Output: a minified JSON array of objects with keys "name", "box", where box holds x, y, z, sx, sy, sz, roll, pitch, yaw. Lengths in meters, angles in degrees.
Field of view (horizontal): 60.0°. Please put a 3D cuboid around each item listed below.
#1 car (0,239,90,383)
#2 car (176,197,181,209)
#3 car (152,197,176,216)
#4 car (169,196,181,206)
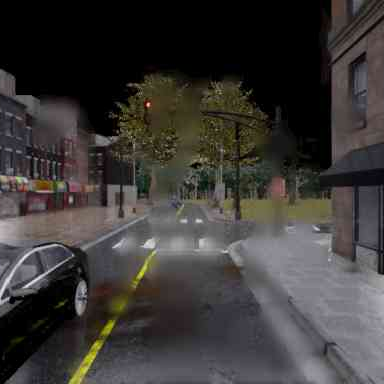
[{"name":"car","box":[-2.859,1.491,4.524,2.128,1.511,4.902,0,0,0]},{"name":"car","box":[-2.925,1.546,45.861,1.882,1.535,5.008,0,0,0]},{"name":"car","box":[-2.915,1.512,33.772,1.882,1.535,5.008,0,0,-1]},{"name":"car","box":[-2.952,1.579,58.779,1.882,1.535,5.008,0,0,0]}]
